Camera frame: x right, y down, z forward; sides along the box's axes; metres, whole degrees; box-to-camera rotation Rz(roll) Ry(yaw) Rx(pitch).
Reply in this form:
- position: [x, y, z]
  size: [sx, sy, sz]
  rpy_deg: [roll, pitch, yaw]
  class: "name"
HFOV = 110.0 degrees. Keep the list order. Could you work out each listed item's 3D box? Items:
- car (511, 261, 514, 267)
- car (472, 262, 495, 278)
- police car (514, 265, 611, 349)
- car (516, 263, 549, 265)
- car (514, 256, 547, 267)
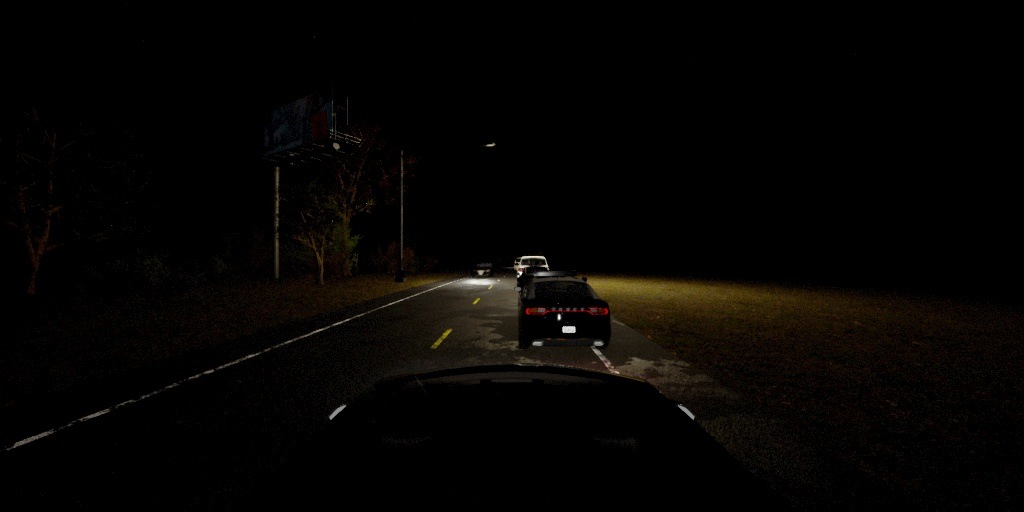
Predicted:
- position: [1.392, 1.203, 46.526]
  size: [2.150, 2.045, 5.566]
  rpy_deg: [0, 0, 4]
  class: "car"
- position: [-2.788, 1.382, 35.653]
  size: [2.128, 1.511, 4.902]
  rpy_deg: [0, 0, 3]
  class: "car"
- position: [1.099, 1.185, 9.316]
  size: [1.930, 1.638, 5.238]
  rpy_deg: [0, 0, 1]
  class: "police car"
- position: [1.276, 1.296, 19.172]
  size: [1.837, 1.490, 4.892]
  rpy_deg: [0, 0, 1]
  class: "car"
- position: [1.445, 1.044, 25.181]
  size: [2.150, 2.045, 5.566]
  rpy_deg: [0, 0, 2]
  class: "car"
